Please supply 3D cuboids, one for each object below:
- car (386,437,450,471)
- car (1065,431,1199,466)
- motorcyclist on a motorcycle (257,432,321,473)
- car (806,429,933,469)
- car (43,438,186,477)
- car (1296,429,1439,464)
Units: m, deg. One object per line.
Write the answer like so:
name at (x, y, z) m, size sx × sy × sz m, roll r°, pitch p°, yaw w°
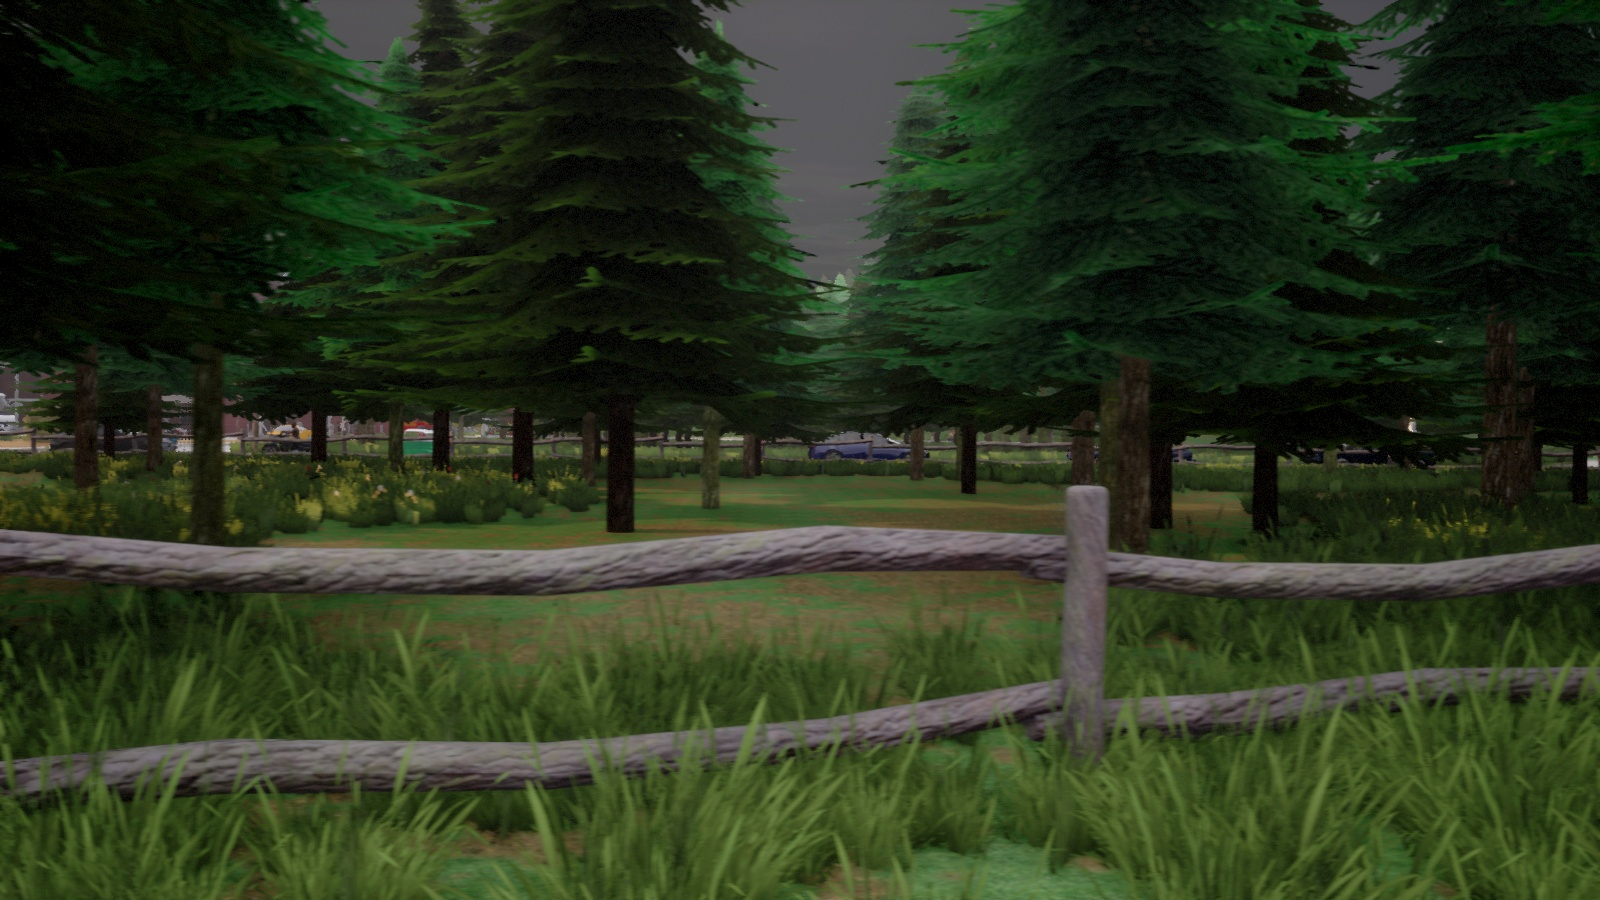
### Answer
car at (-15.939, 0.144, 52.410) m, size 2.207 × 1.376 × 1.481 m, roll 0°, pitch 1°, yaw 1°
car at (12.935, -0.063, 49.136) m, size 4.718 × 1.301 × 1.895 m, roll -1°, pitch 1°, yaw 0°
motorcyclist on a motorcycle at (-21.348, 0.097, 52.491) m, size 2.350 × 1.649 × 0.766 m, roll -1°, pitch 1°, yaw 1°
car at (2.669, -0.050, 49.029) m, size 4.792 × 1.488 × 2.163 m, roll -1°, pitch 1°, yaw -1°
car at (-26.734, 0.286, 49.066) m, size 4.674 × 1.442 × 1.812 m, roll -1°, pitch 1°, yaw 5°
car at (22.202, -0.165, 49.243) m, size 4.718 × 1.301 × 1.895 m, roll -1°, pitch 1°, yaw -1°
